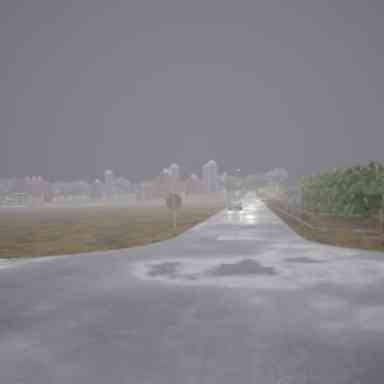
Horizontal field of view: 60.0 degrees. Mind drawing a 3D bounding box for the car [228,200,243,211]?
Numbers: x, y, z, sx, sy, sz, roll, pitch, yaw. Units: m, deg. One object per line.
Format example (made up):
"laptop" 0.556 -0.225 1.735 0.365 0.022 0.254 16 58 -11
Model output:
"car" 5.983 1.865 45.687 1.812 1.442 4.674 -1 0 10
